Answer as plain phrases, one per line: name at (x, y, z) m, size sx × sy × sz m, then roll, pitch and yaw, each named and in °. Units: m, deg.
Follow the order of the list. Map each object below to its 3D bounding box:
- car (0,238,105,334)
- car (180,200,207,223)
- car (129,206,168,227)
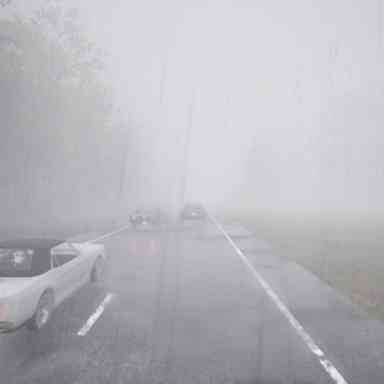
car at (-3.257, 1.591, 6.764) m, size 1.895 × 1.301 × 4.718 m, roll 0°, pitch 0°, yaw 1°
car at (0.110, 1.528, 25.573) m, size 1.994 × 1.385 × 4.181 m, roll 0°, pitch 0°, yaw 0°
car at (-2.748, 1.570, 22.176) m, size 1.895 × 1.301 × 4.718 m, roll 0°, pitch 0°, yaw 2°
